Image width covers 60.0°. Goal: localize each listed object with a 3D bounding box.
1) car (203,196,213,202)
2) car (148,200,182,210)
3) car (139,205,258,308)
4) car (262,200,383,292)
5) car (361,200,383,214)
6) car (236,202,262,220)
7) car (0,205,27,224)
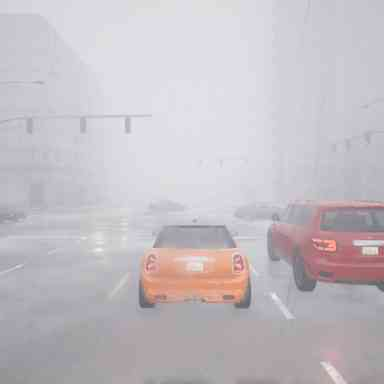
[{"bbox_3d":[3.617,1.524,74.412,1.812,1.442,4.674,0,0,0],"label":"car"},{"bbox_3d":[-2.658,1.526,35.338,1.812,1.442,4.674,1,0,40],"label":"car"},{"bbox_3d":[0.070,1.352,8.060,2.097,1.767,4.553,0,0,1],"label":"car"},{"bbox_3d":[3.548,1.221,9.082,2.150,2.045,5.566,0,0,2],"label":"car"},{"bbox_3d":[20.510,1.564,35.231,4.181,1.385,1.994,0,0,1],"label":"car"},{"bbox_3d":[5.523,1.491,24.705,4.902,1.511,2.128,0,0,1],"label":"car"},{"bbox_3d":[-15.095,1.547,24.526,5.357,1.411,2.033,0,0,8],"label":"car"}]
